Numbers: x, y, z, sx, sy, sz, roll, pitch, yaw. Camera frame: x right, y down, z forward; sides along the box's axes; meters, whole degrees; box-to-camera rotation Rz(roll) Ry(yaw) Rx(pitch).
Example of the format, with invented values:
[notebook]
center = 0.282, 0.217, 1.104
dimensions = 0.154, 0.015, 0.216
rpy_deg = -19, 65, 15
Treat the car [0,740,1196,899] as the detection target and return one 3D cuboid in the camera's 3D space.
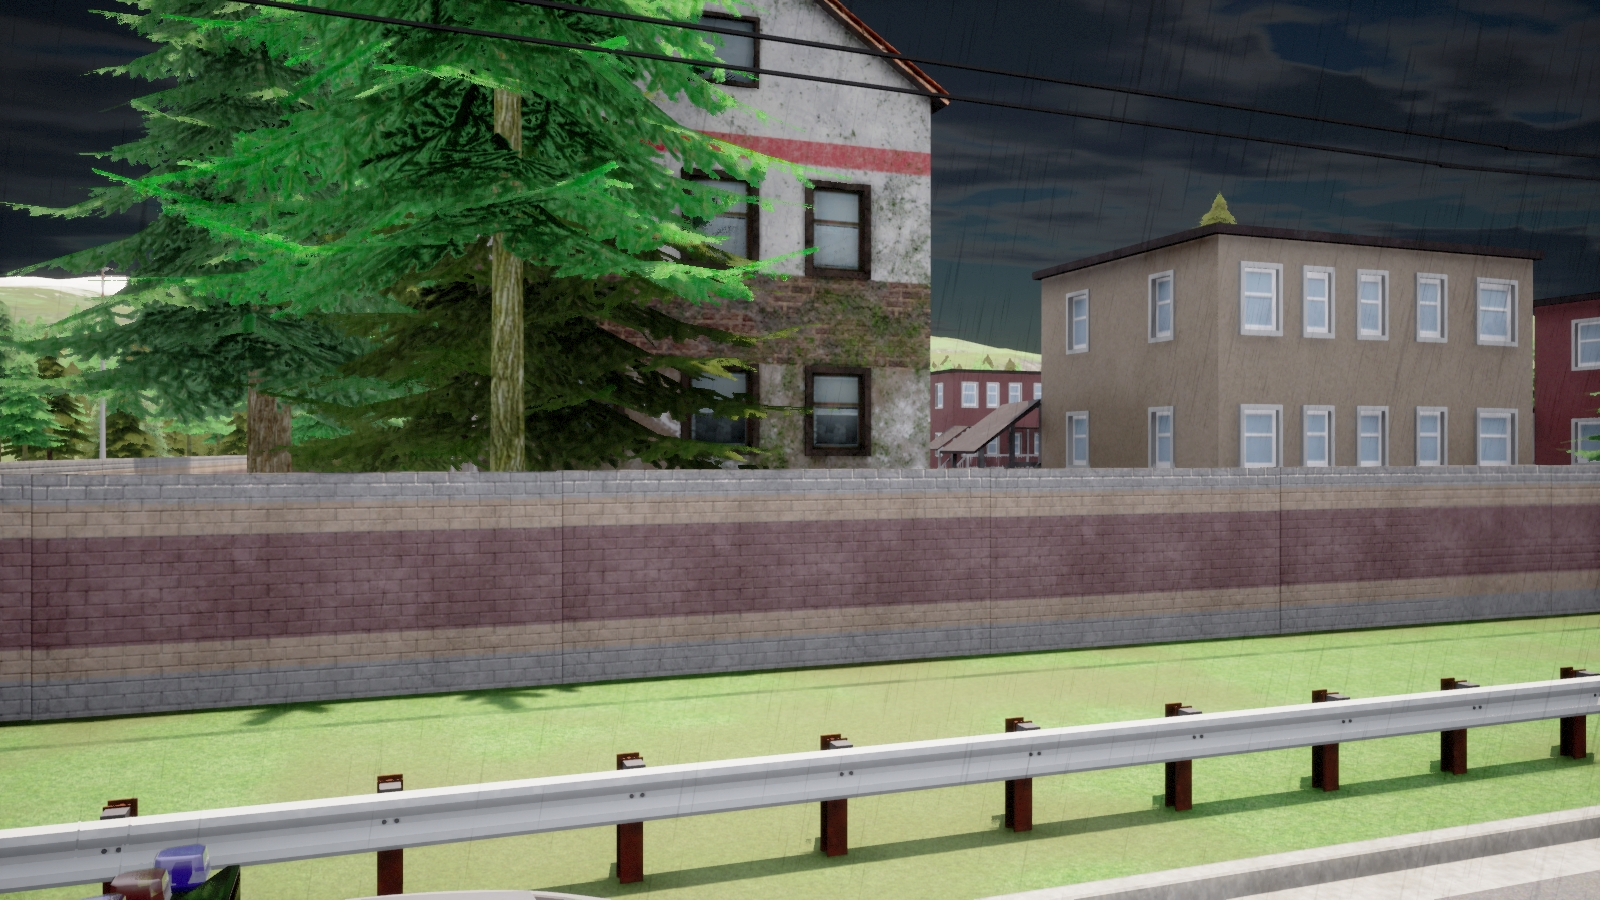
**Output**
[car]
center = -1.671, 1.982, 2.695
dimensions = 5.238, 1.638, 2.097
rpy_deg = 0, 0, -20
